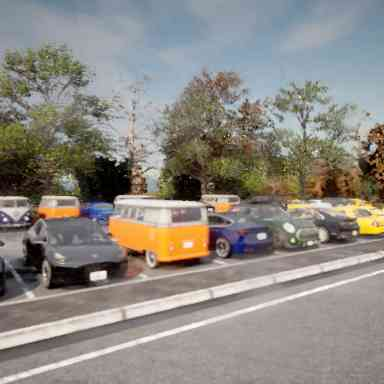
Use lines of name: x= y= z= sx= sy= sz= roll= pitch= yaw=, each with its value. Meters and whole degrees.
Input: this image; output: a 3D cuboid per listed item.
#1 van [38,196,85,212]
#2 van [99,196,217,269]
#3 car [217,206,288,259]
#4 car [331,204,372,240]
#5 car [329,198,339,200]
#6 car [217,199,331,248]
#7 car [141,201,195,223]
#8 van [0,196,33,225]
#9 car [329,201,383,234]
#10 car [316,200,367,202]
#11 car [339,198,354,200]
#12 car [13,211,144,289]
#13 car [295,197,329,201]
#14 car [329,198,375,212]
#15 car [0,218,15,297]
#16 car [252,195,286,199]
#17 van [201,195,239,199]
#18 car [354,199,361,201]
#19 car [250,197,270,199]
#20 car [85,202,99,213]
van: x=-8.869 y=1.255 z=22.037 sx=1.878 sy=1.987 sz=4.442 roll=0 pitch=0 yaw=-35
van: x=-1.357 y=1.257 z=11.329 sx=1.878 sy=1.987 sz=4.442 roll=0 pitch=0 yaw=-35
car: x=0.958 y=1.506 z=12.866 sx=2.163 sy=1.488 sz=4.792 roll=0 pitch=0 yaw=-35
car: x=5.506 y=1.473 z=16.051 sx=2.231 sy=1.521 sz=4.892 roll=0 pitch=0 yaw=-35
car: x=13.780 y=1.612 z=37.969 sx=2.002 sy=1.452 sz=4.674 roll=0 pitch=0 yaw=-35
car: x=3.218 y=1.346 z=14.472 sx=2.185 sy=1.767 sz=4.553 roll=0 pitch=0 yaw=-35
car: x=-2.044 y=1.499 z=26.775 sx=2.163 sy=1.488 sz=4.792 roll=0 pitch=0 yaw=-35
van: x=-10.993 y=1.261 z=20.243 sx=1.878 sy=1.987 sz=4.442 roll=0 pitch=0 yaw=-35
car: x=7.652 y=1.474 z=17.809 sx=1.946 sy=1.575 sz=5.366 roll=0 pitch=0 yaw=-35
car: x=10.030 y=1.485 z=19.042 sx=1.946 sy=1.575 sz=5.366 roll=0 pitch=0 yaw=-35
car: x=16.055 y=1.619 z=39.551 sx=2.163 sy=1.488 sz=4.792 roll=0 pitch=0 yaw=-35
car: x=-3.536 y=1.519 z=9.604 sx=2.163 sy=1.488 sz=4.792 roll=0 pitch=0 yaw=-35
car: x=11.627 y=1.552 z=36.216 sx=1.946 sy=1.575 sz=5.366 roll=0 pitch=0 yaw=-35
car: x=20.458 y=1.623 z=42.706 sx=2.097 sy=1.535 sz=5.008 roll=0 pitch=0 yaw=-35
car: x=-5.800 y=1.526 z=7.997 sx=2.163 sy=1.488 sz=4.792 roll=0 pitch=0 yaw=-35
car: x=6.988 y=1.268 z=33.185 sx=2.435 sy=2.045 sz=5.566 roll=0 pitch=0 yaw=-35
van: x=2.318 y=1.260 z=29.979 sx=1.878 sy=1.987 sz=4.442 roll=0 pitch=0 yaw=-35
car: x=18.177 y=1.481 z=41.132 sx=2.185 sy=1.767 sz=4.553 roll=0 pitch=0 yaw=-35
car: x=4.761 y=1.532 z=31.535 sx=2.163 sy=1.488 sz=4.792 roll=0 pitch=0 yaw=-35
car: x=-6.546 y=1.474 z=23.550 sx=2.097 sy=1.535 sz=5.008 roll=0 pitch=0 yaw=-35
